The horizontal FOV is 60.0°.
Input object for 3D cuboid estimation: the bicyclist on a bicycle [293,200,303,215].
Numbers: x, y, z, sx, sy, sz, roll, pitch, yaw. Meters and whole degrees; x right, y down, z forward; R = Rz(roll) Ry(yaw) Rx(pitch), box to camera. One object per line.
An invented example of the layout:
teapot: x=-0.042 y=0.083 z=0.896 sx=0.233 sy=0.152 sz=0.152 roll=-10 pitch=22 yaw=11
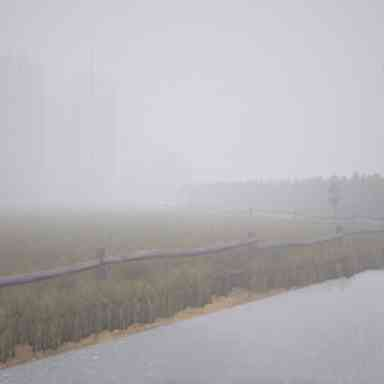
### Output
bicyclist on a bicycle: x=10.723 y=1.610 z=33.614 sx=1.656 sy=1.620 sz=0.582 roll=0 pitch=0 yaw=-36

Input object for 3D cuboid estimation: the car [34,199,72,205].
car: x=-20.529 y=1.741 z=49.430 sx=5.357 sy=1.411 sz=2.033 roll=1 pitch=0 yaw=-33
